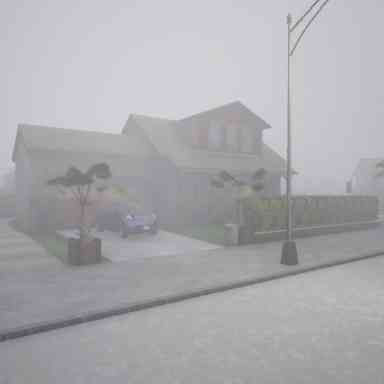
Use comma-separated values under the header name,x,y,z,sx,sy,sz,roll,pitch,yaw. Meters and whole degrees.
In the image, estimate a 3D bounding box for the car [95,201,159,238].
name,x,y,z,sx,sy,sz,roll,pitch,yaw
car,-3.024,1.174,15.291,1.845,1.501,3.633,0,0,-38
